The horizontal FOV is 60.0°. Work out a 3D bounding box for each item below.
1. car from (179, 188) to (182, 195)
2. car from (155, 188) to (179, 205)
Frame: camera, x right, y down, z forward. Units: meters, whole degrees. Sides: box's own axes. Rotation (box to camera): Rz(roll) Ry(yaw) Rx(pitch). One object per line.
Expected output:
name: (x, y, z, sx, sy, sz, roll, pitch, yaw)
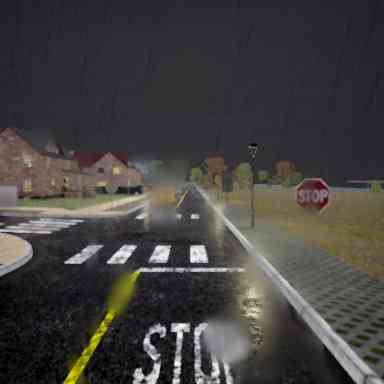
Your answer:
car: (-2.725, -0.079, 59.327, 1.895, 1.301, 4.718, 0, 2, 0)
car: (-2.733, 0.534, 34.714, 1.882, 1.535, 5.008, 0, 3, 0)
